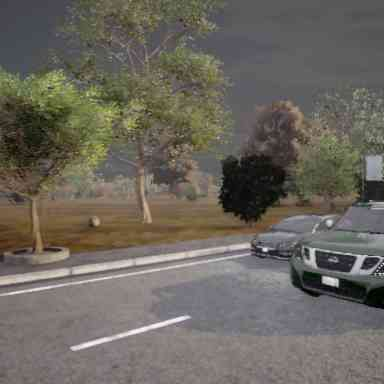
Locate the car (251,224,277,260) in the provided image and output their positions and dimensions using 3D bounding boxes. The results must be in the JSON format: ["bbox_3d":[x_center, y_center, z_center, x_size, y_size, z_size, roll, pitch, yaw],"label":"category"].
[{"bbox_3d":[4.116,1.517,11.676,4.892,1.490,1.837,0,0,-39],"label":"car"}]

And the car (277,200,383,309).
[{"bbox_3d":[4.624,1.227,7.603,5.566,2.045,2.150,0,0,-38],"label":"car"}]
